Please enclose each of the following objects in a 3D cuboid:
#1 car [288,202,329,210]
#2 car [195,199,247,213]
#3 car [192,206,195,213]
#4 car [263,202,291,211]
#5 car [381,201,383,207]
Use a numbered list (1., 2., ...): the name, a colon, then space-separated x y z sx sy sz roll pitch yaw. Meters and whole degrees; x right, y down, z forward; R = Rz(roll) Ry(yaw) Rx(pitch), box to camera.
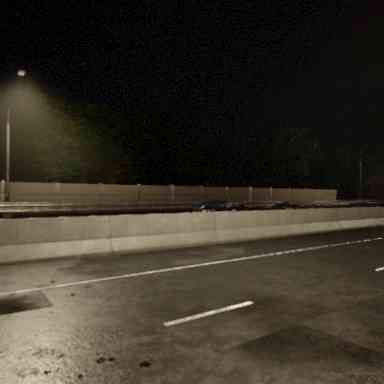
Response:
1. car: 10.740 1.811 28.892 4.181 1.385 1.994 1 0 -36
2. car: 3.129 1.695 32.054 4.902 1.511 2.128 1 0 -36
3. car: 2.257 1.570 35.732 4.553 1.767 2.097 1 0 -36
4. car: 8.816 1.753 31.819 4.892 1.490 1.837 1 0 -36
5. car: 36.395 1.870 60.061 5.566 2.045 2.150 1 0 -36
